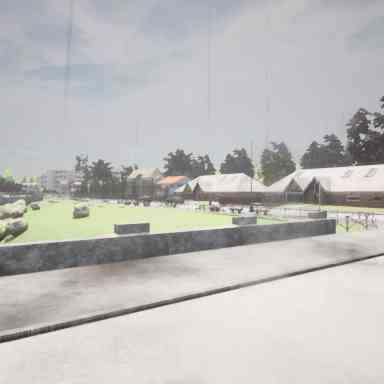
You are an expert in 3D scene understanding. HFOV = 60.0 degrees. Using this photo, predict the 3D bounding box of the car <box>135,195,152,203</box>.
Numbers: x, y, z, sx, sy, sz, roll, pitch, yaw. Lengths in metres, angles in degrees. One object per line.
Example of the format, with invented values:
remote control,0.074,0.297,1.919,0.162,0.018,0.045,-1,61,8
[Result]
car,-10.049,1.502,68.996,1.837,1.490,4.892,0,0,-35

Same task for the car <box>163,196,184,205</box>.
car,-3.358,1.492,59.589,2.128,1.511,4.902,0,0,-35
